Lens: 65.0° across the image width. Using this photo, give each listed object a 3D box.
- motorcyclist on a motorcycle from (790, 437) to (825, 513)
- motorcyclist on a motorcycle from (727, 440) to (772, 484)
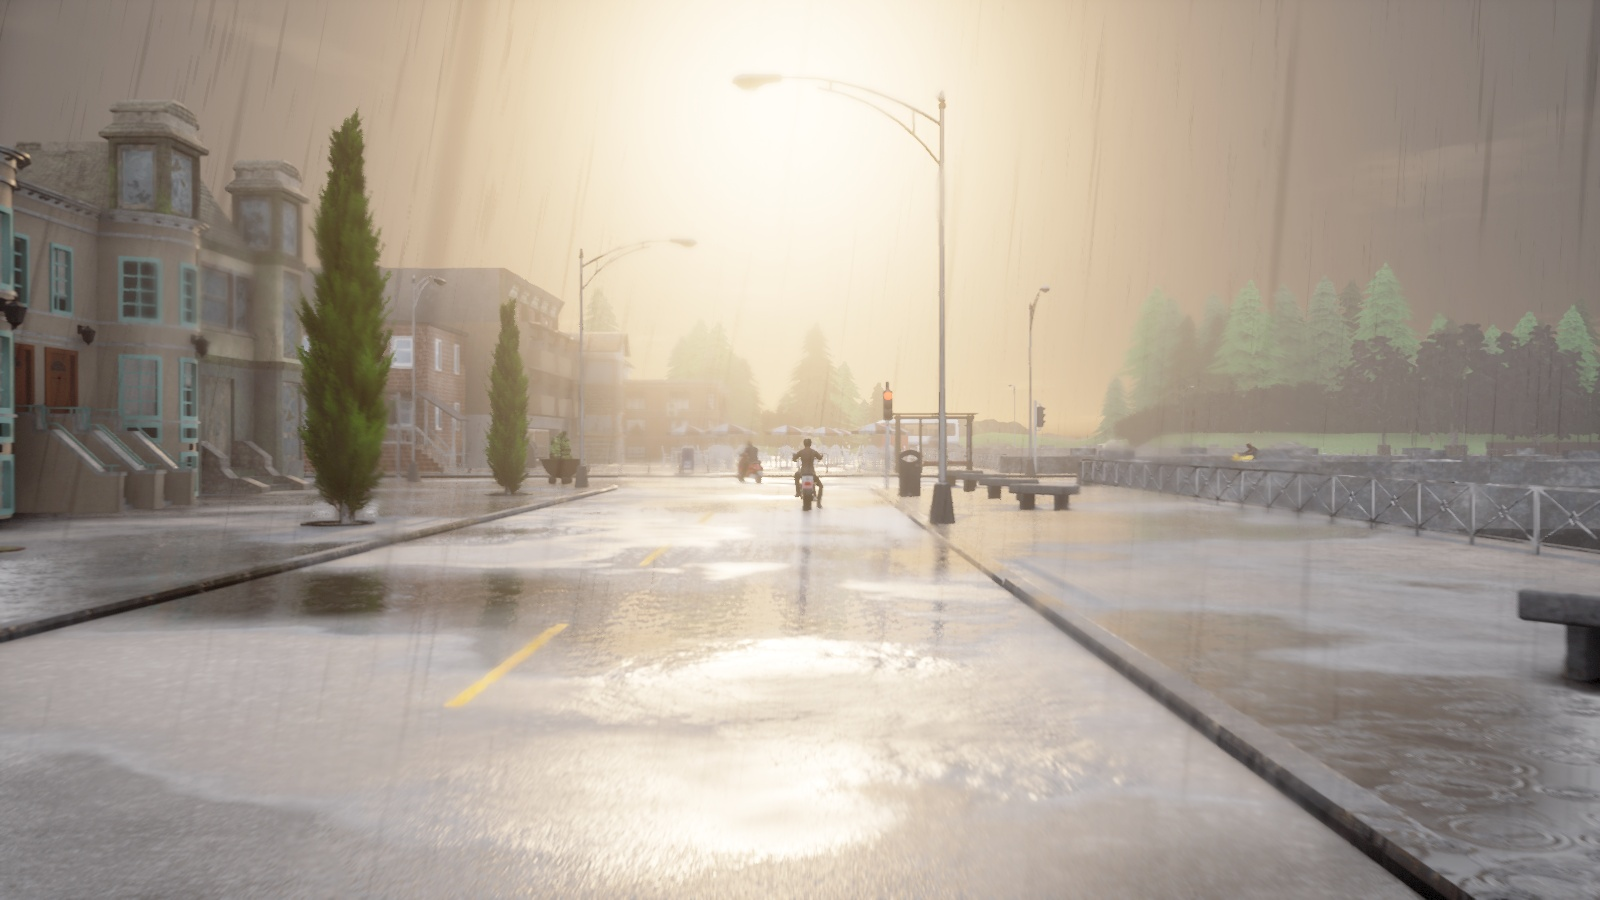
[{"bbox_3d":[0.172,0.538,28.255,0.766,1.649,2.350,0,0,0],"label":"motorcyclist on a motorcycle"},{"bbox_3d":[-1.883,0.435,46.684,0.866,1.590,1.817,-2,1,-31],"label":"motorcyclist on a motorcycle"}]
